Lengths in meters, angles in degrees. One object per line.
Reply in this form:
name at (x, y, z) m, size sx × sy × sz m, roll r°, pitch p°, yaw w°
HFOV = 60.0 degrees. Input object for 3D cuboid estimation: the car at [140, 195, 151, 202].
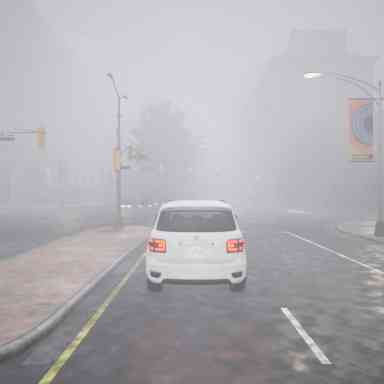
car at (-11.175, 1.525, 80.129) m, size 2.128 × 1.511 × 4.902 m, roll 0°, pitch 0°, yaw 0°

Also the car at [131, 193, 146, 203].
car at (-11.218, 1.225, 69.691) m, size 2.150 × 2.045 × 5.566 m, roll 0°, pitch 0°, yaw 0°

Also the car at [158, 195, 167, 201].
car at (-7.649, 1.552, 86.305) m, size 1.994 × 1.385 × 4.181 m, roll 0°, pitch 0°, yaw 0°

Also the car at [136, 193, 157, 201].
car at (-7.845, 1.352, 57.989) m, size 2.097 × 1.767 × 4.553 m, roll 0°, pitch 0°, yaw 0°

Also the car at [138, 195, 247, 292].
car at (0.108, 1.221, 9.101) m, size 2.150 × 2.045 × 5.566 m, roll 0°, pitch 0°, yaw 1°

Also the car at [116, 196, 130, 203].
car at (-14.466, 1.595, 69.824) m, size 1.895 × 1.301 × 4.718 m, roll 0°, pitch 0°, yaw 0°

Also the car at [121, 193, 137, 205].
car at (-11.326, 1.491, 59.772) m, size 2.128 × 1.511 × 4.902 m, roll 0°, pitch 0°, yaw 1°

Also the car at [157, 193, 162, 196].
car at (-7.753, 1.525, 66.873) m, size 1.812 × 1.442 × 4.674 m, roll 0°, pitch 0°, yaw 1°

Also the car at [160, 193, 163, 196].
car at (-7.690, 1.225, 76.490) m, size 2.150 × 2.045 × 5.566 m, roll 0°, pitch 0°, yaw 0°
